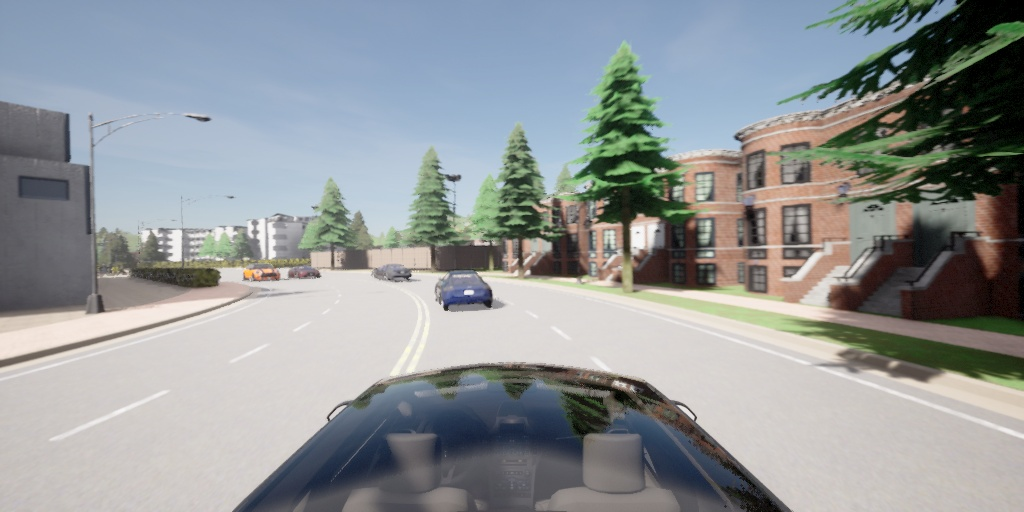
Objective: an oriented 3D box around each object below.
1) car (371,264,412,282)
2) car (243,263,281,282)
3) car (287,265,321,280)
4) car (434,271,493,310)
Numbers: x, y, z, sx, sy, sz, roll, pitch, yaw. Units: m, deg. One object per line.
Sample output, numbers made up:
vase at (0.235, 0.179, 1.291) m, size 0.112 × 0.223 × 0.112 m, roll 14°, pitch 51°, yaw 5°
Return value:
car at (-10.417, 1.401, 30.893) m, size 2.033 × 1.411 × 5.357 m, roll -1°, pitch 0°, yaw -39°
car at (-23.553, 1.474, 33.724) m, size 4.553 × 1.767 × 2.097 m, roll -1°, pitch 0°, yaw 41°
car at (-20.957, 1.621, 36.098) m, size 4.181 × 1.385 × 1.994 m, roll -1°, pitch 0°, yaw 41°
car at (-2.116, 1.305, 14.989) m, size 1.994 × 1.385 × 4.181 m, roll -1°, pitch 0°, yaw -16°
